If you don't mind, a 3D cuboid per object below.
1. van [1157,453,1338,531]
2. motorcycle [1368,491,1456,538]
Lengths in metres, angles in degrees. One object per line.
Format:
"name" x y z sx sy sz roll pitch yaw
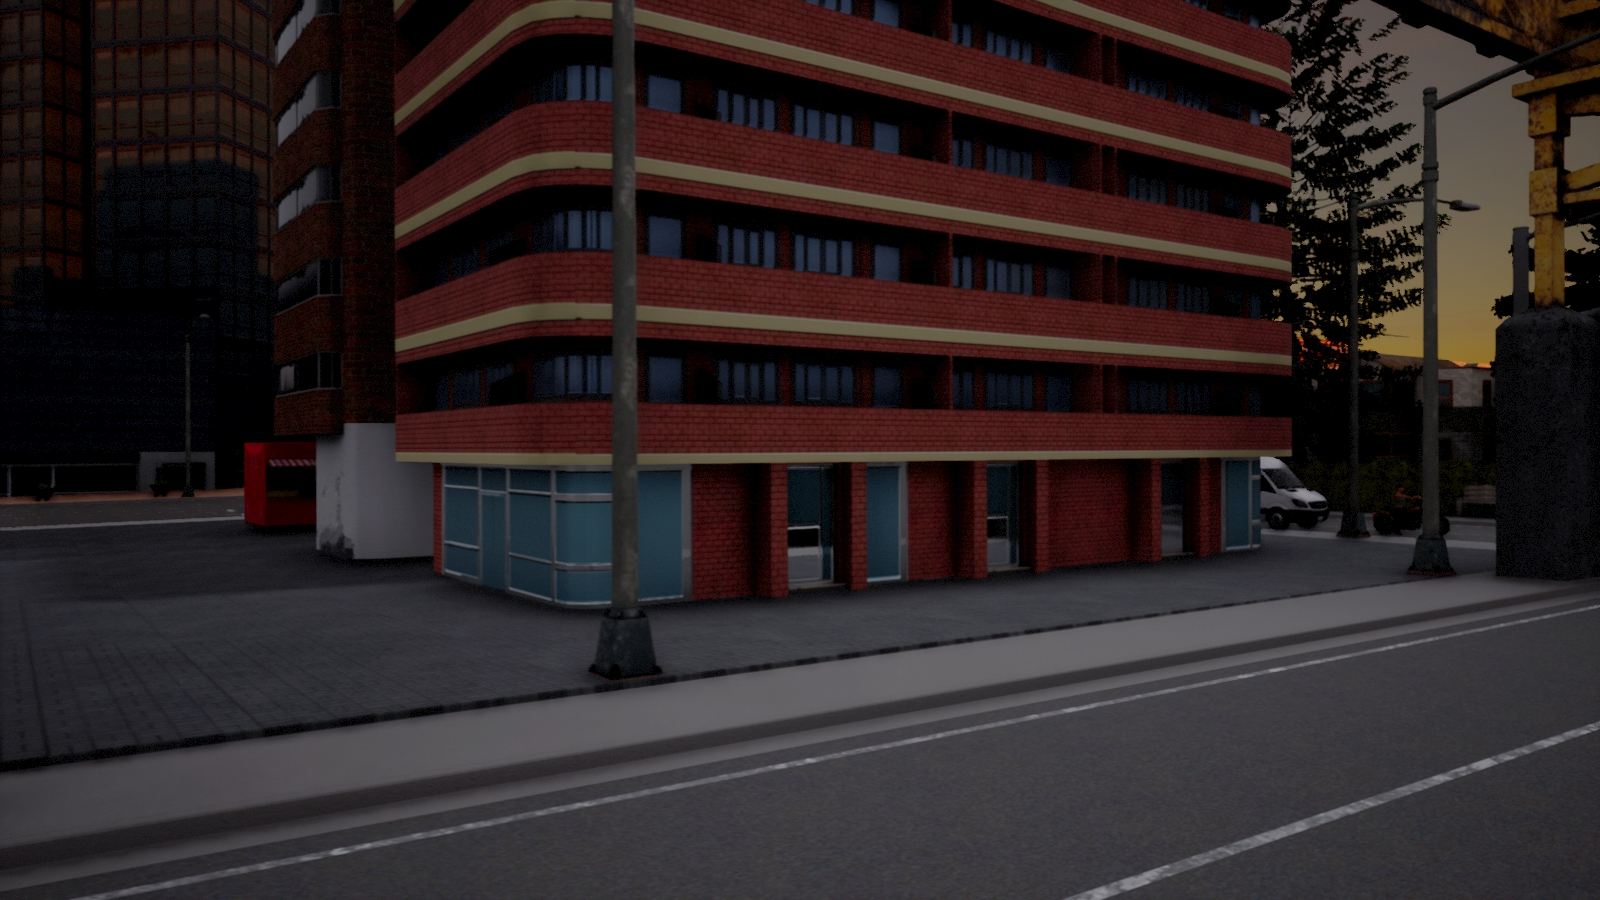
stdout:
"van" 15.854 1.395 40.846 1.988 2.561 5.915 0 0 -35
"motorcycle" 19.239 2.003 35.974 0.764 1.332 2.356 0 0 -35
